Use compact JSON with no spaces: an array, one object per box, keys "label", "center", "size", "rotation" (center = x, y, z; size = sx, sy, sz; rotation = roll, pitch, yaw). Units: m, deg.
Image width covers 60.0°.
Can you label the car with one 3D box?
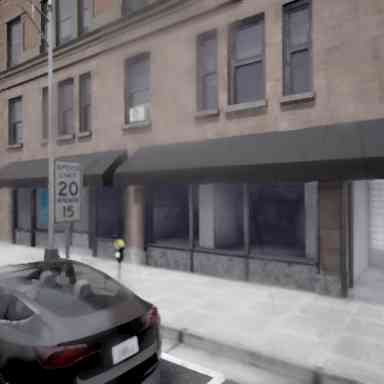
[{"label":"car","center":[-2.346,1.606,4.484],"size":[4.313,1.339,1.947],"rotation":[-1,0,36]}]
